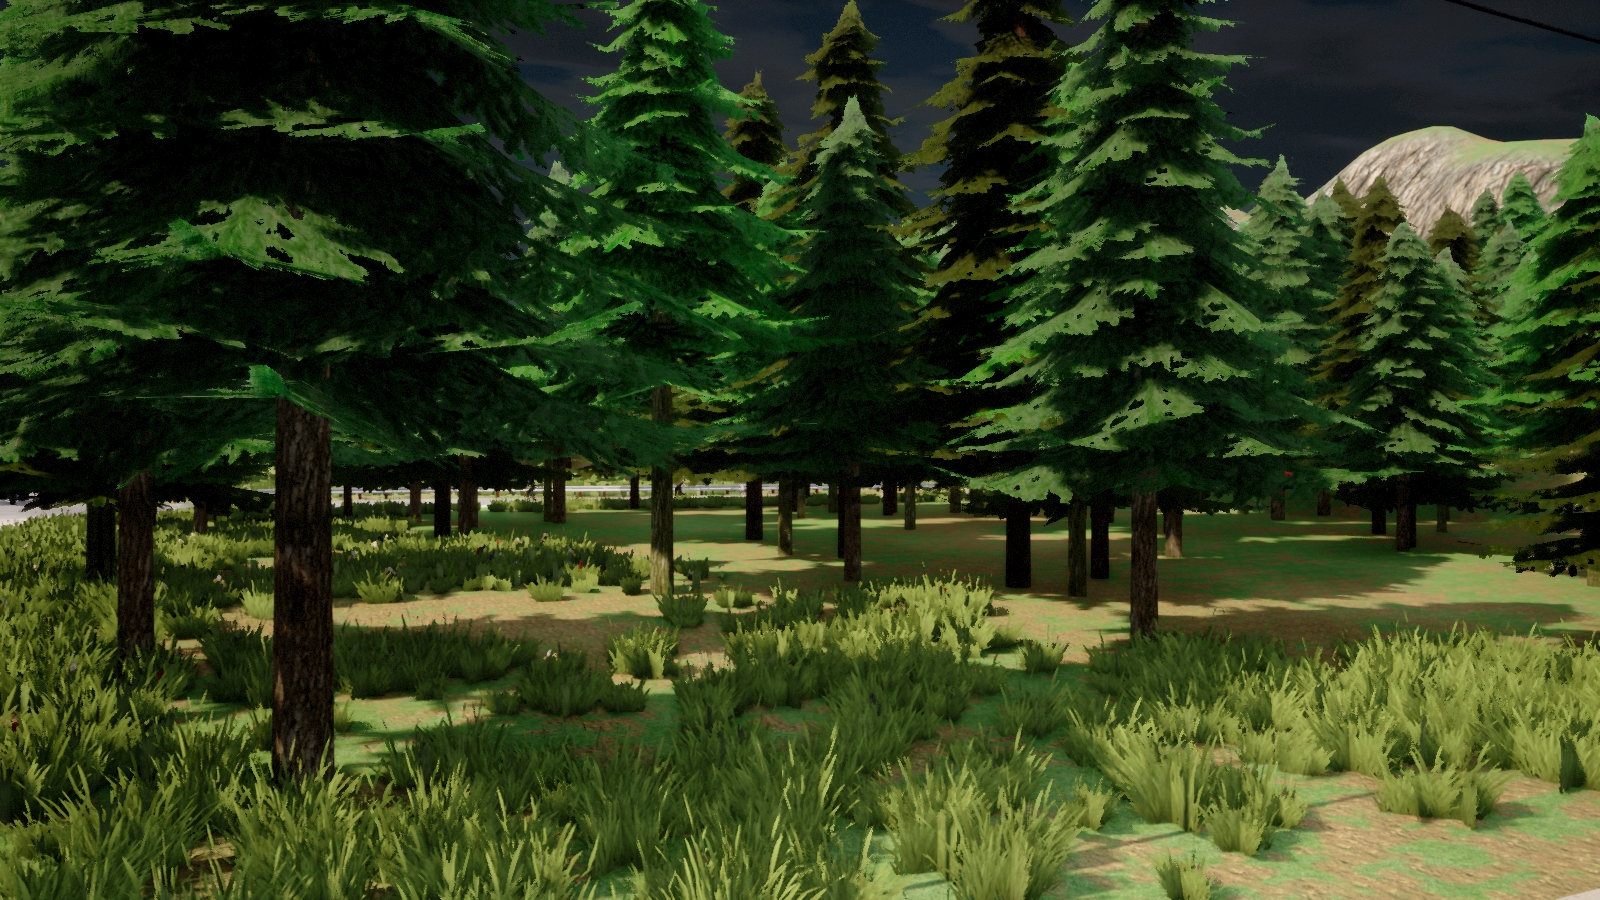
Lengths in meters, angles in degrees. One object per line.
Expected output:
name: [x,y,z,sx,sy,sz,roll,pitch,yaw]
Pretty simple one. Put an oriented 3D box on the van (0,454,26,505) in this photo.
van: [-42.963,1.536,61.179,1.988,2.561,5.915,0,0,-29]
